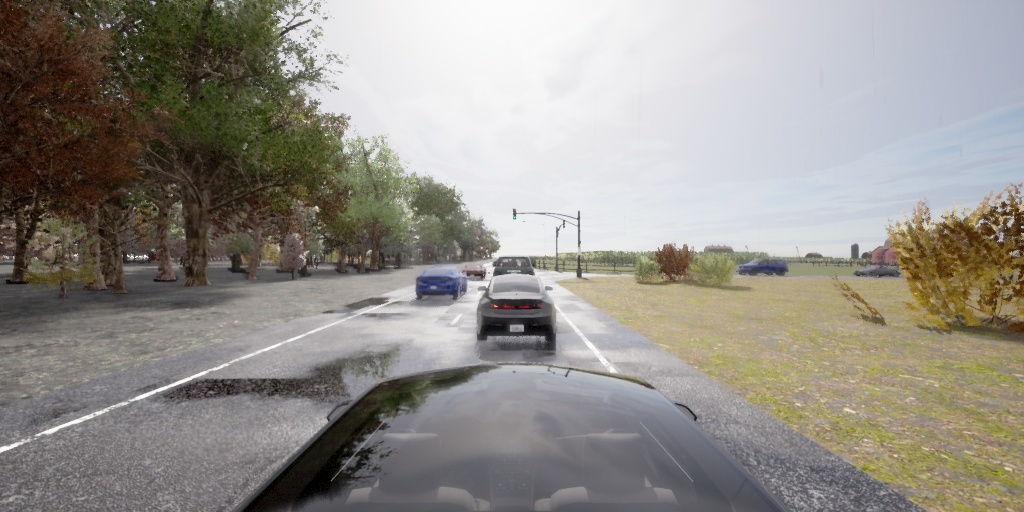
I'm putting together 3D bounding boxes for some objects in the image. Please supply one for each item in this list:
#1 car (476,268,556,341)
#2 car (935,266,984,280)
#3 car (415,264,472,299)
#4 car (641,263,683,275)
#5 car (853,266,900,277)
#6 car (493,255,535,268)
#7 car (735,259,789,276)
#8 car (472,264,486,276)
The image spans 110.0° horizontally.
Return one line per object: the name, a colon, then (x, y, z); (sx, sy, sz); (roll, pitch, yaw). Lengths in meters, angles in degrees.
car: (0.099, 1.257, 9.881); (1.837, 1.490, 4.892); (0, 0, 0)
car: (48.925, 1.807, 39.221); (4.674, 1.442, 1.812); (1, -1, 0)
car: (-3.402, 1.231, 18.044); (1.882, 1.535, 5.008); (0, 0, 0)
car: (17.979, 1.509, 42.976); (4.892, 1.490, 1.837); (1, -1, 1)
car: (43.458, 1.844, 42.823); (4.181, 1.385, 1.994); (0, -1, 0)
car: (0.099, 0.976, 19.791); (2.150, 2.045, 5.566); (0, 0, 0)
car: (29.883, 1.353, 42.910); (5.566, 2.045, 2.150); (0, -1, 0)
car: (-3.405, 1.357, 32.986); (1.895, 1.301, 4.718); (0, 0, 0)
